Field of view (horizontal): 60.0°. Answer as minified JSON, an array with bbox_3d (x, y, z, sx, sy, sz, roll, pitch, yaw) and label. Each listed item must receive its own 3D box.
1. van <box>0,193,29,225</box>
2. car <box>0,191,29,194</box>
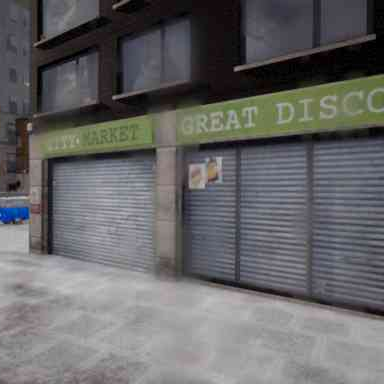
[{"bbox_3d":[-10.859,1.194,22.322,1.690,1.788,3.998,1,2,36],"label":"van"},{"bbox_3d":[-15.238,1.016,26.296,2.150,2.045,5.566,1,2,36],"label":"car"}]
